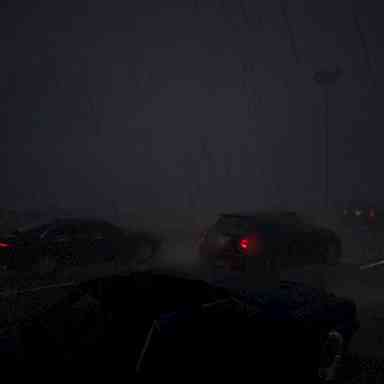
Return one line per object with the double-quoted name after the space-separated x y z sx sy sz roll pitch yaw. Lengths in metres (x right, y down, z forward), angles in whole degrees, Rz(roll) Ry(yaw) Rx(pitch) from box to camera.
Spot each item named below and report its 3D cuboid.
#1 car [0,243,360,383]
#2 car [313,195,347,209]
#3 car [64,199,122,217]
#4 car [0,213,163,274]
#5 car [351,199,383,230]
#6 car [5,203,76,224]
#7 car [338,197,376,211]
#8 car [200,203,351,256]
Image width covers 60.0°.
-0.140 1.598 3.722 4.718 1.301 1.895 0 0 -36 "car"
18.111 1.247 43.496 4.553 1.767 2.097 0 0 -36 "car"
-9.450 1.490 31.843 4.902 1.511 2.128 0 0 -36 "car"
-3.209 1.506 10.159 4.892 1.490 1.837 0 0 -36 "car"
11.553 1.293 21.009 4.553 1.767 2.097 0 0 -36 "car"
-11.708 1.613 25.829 4.718 1.301 1.895 0 0 -36 "car"
20.205 1.384 40.695 4.902 1.511 2.128 0 0 -36 "car"
2.478 1.334 9.983 4.553 1.767 2.097 0 0 -36 "car"
